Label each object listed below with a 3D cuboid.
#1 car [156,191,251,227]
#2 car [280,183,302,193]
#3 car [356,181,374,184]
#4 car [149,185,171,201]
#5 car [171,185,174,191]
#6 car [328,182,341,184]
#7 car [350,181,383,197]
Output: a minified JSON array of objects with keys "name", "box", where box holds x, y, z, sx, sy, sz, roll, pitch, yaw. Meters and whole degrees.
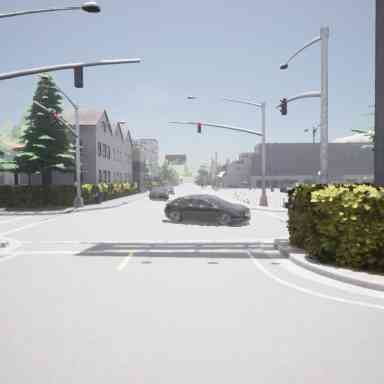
[{"name":"car","box":[0.733,0.926,18.030,4.892,1.490,1.837,1,7,30]},{"name":"car","box":[15.125,-0.545,52.157,2.007,1.523,4.514,-1,2,-1]},{"name":"car","box":[18.922,-0.184,34.310,1.905,1.878,3.866,-1,2,-1]},{"name":"car","box":[-3.822,0.119,38.364,1.882,1.535,5.008,-1,2,0]},{"name":"car","box":[-3.884,-0.398,53.609,2.128,1.511,4.902,-1,2,0]},{"name":"car","box":[25.143,-1.052,59.598,2.152,1.636,5.027,-1,2,-1]},{"name":"car","box":[22.145,-0.472,42.199,1.932,1.855,4.605,-1,2,-1]}]
